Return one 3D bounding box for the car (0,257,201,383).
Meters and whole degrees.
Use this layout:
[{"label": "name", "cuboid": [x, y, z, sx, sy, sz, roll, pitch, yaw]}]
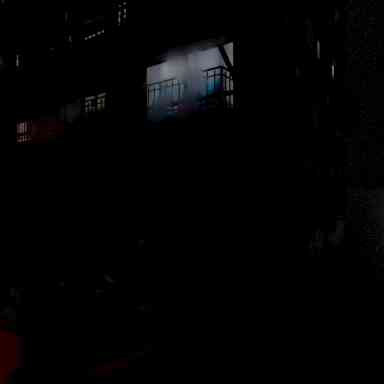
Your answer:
[{"label": "car", "cuboid": [-2.013, 1.544, 4.307, 4.507, 1.381, 1.887, 0, 0, 35]}]
